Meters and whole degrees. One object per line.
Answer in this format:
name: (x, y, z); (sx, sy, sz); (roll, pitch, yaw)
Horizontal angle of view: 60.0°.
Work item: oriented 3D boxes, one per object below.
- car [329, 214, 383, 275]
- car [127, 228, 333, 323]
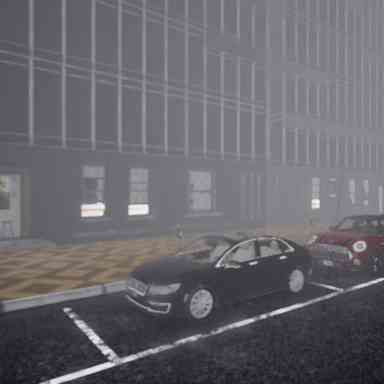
car: (5.415, 1.457, 10.423); (4.097, 1.590, 1.967); (0, 0, -36)
car: (0.780, 1.560, 7.117); (4.403, 1.369, 2.008); (0, 0, -36)
